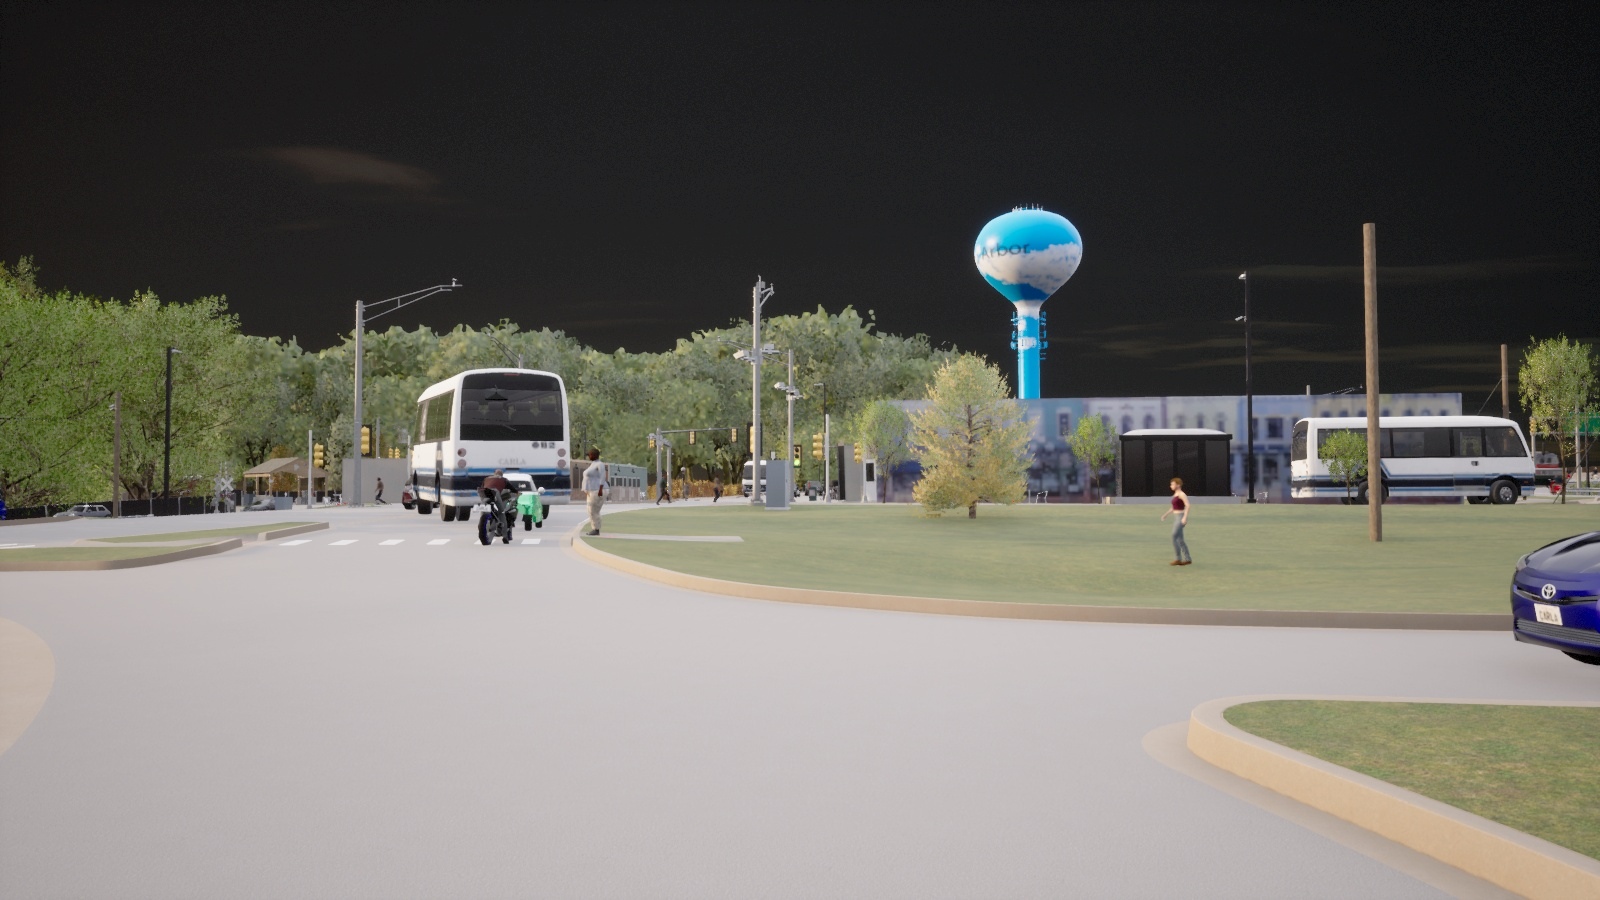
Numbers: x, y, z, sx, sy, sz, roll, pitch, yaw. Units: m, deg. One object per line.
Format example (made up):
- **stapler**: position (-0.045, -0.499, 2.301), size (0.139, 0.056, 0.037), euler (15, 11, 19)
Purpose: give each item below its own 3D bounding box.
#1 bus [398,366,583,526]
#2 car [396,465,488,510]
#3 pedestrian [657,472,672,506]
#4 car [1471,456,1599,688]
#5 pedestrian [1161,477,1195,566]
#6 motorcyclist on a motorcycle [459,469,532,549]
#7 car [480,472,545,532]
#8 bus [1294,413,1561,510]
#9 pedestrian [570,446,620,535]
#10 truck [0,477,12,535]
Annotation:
- **bus**: position (-9.872, -0.054, 38.897), size (3.944, 4.253, 10.273), euler (0, -1, -23)
- **car**: position (-13.712, 1.435, 48.390), size (2.033, 1.649, 4.856), euler (0, -2, 2)
- **pedestrian**: position (-7.754, 2.226, 71.749), size (0.788, 1.949, 0.423), euler (0, -3, 3)
- **car**: position (7.530, 0.823, 8.827), size (4.514, 1.525, 2.007), euler (0, -2, 2)
- **pedestrian**: position (7.870, 1.485, 26.163), size (0.594, 1.836, 0.345), euler (0, -3, 1)
- **motorcyclist on a motorcycle**: position (-6.117, 1.153, 25.370), size (0.866, 1.530, 2.191), euler (0, -1, 2)
- **car**: position (-7.039, 1.252, 30.900), size (1.481, 1.376, 2.207), euler (0, -1, -11)
- **bus**: position (28.860, 0.626, 58.313), size (10.273, 4.253, 3.944), euler (0, -3, 8)
- **pedestrian**: position (-4.341, 0.867, 26.588), size (0.900, 1.855, 0.874), euler (1, -3, -19)
- **truck**: position (-50.550, 3.322, 73.156), size (2.891, 3.462, 7.936), euler (0, -1, 15)
